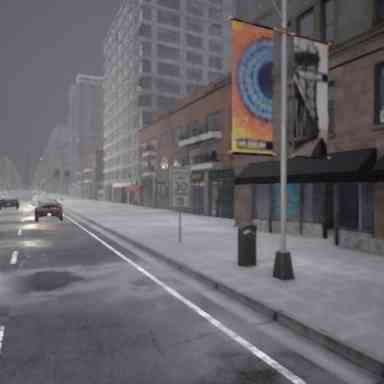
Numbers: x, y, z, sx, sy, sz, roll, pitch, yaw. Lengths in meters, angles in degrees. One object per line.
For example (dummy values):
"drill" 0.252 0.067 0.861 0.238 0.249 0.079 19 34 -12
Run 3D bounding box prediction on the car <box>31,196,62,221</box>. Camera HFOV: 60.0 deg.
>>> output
"car" -11.086 1.329 25.533 1.837 1.490 4.892 0 0 -26

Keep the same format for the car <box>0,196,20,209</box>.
"car" -21.581 1.189 39.507 1.882 1.535 5.008 0 0 -26
